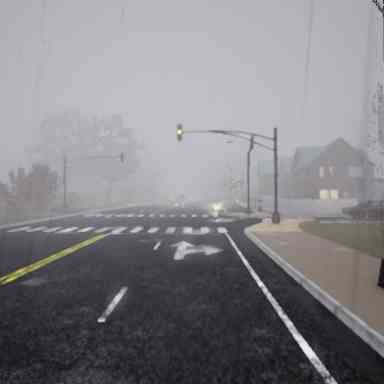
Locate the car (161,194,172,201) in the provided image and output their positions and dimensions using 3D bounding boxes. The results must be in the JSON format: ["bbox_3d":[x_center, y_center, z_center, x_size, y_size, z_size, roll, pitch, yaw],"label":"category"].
[{"bbox_3d":[-5.689,1.186,74.767,1.882,1.535,5.008,0,0,6],"label":"car"}]

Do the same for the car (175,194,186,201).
[{"bbox_3d":[-2.458,1.223,74.421,1.812,1.442,4.674,0,0,6],"label":"car"}]

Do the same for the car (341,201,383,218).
[{"bbox_3d":[13.291,1.278,23.543,4.718,1.301,1.895,-1,-2,8],"label":"car"}]
